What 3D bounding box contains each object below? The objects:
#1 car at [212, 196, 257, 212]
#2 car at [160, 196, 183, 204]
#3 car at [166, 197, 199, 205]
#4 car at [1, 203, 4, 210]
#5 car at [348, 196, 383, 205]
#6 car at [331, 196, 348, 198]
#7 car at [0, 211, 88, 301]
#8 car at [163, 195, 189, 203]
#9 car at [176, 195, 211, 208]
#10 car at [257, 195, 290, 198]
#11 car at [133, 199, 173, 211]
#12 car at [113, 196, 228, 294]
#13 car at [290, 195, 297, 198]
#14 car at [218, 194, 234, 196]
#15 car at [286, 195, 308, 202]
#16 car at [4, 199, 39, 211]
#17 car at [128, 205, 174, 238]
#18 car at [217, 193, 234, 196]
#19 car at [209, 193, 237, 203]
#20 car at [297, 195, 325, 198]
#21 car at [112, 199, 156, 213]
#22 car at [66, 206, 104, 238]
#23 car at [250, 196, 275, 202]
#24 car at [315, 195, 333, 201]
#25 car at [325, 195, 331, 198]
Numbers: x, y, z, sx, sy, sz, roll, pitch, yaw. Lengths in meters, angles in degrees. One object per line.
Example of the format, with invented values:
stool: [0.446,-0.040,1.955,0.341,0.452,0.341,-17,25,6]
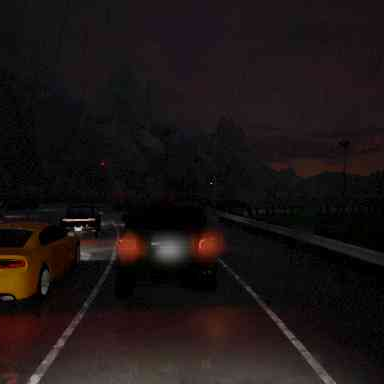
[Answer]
car: [4.533,1.506,38.257,4.892,1.490,1.837,-1,0,-20]
car: [-4.006,1.564,65.143,4.181,1.385,1.994,0,0,-20]
car: [-1.685,1.547,58.556,5.357,1.411,2.033,0,0,-20]
car: [-19.742,1.511,29.361,4.892,1.490,1.837,0,0,-20]
car: [26.711,1.547,50.126,5.357,1.411,2.033,0,0,-21]
car: [33.537,1.540,72.511,5.357,1.411,2.033,0,0,-30]
car: [-4.166,1.478,8.305,1.882,1.535,5.008,0,0,-6]
car: [-3.306,1.478,69.043,5.008,1.535,1.882,0,0,-20]
car: [0.181,1.351,47.846,4.553,1.767,2.097,0,0,-20]
car: [15.877,1.478,64.936,5.008,1.535,1.882,0,0,-20]
car: [-5.003,1.602,42.218,4.718,1.301,1.895,0,0,-20]
car: [-0.759,1.221,9.034,2.150,2.045,5.566,0,0,-7]
car: [22.896,1.595,74.997,4.718,1.301,1.895,0,0,-23]
car: [7.628,1.564,61.958,4.181,1.385,1.994,0,0,-20]
car: [25.289,1.478,79.975,5.008,1.535,1.882,0,0,-27]
car: [-20.721,1.568,40.185,4.181,1.385,1.994,0,0,-20]
car: [-2.512,1.547,19.073,2.033,1.411,5.357,0,0,-13]
car: [5.873,1.547,68.687,5.357,1.411,2.033,0,0,-20]
car: [6.749,1.225,72.723,5.566,2.045,2.150,0,0,-20]
car: [24.270,1.553,68.017,4.181,1.385,1.994,0,0,-20]
car: [-6.653,1.529,37.886,4.674,1.442,1.812,0,0,-20]
car: [-5.773,1.492,17.548,2.128,1.511,4.902,0,0,-14]
car: [16.158,1.540,76.175,5.357,1.411,2.033,0,0,-20]
car: [33.863,1.452,85.344,5.008,1.535,1.882,0,0,-34]
car: [31.946,1.595,79.762,4.718,1.301,1.895,0,0,-30]
